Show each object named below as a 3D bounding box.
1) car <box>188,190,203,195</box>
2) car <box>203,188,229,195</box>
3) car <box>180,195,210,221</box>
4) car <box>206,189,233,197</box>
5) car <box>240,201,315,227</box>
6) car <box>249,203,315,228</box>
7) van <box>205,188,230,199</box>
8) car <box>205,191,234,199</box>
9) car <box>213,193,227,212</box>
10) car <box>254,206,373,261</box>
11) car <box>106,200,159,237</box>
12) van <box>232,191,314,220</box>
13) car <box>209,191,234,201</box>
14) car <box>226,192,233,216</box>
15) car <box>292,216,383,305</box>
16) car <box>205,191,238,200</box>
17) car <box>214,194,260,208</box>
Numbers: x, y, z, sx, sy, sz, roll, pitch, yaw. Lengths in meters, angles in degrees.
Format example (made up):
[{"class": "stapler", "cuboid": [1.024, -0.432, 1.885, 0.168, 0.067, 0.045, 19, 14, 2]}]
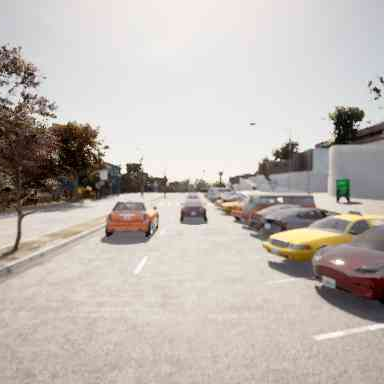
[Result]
[{"class": "car", "cuboid": [0.092, 0.882, 41.097, 1.812, 1.442, 4.674, 0, 1, 0]}, {"class": "car", "cuboid": [5.089, 0.459, 49.382, 5.566, 2.045, 2.435, 1, 1, -20]}, {"class": "car", "cuboid": [0.102, 1.212, 24.130, 1.812, 1.442, 4.674, 0, 1, 0]}, {"class": "car", "cuboid": [5.070, 0.760, 46.385, 4.892, 1.521, 2.231, 0, 1, -20]}, {"class": "car", "cuboid": [5.061, 1.349, 16.565, 4.674, 1.452, 2.002, 0, 1, -20]}, {"class": "car", "cuboid": [5.094, 1.384, 13.593, 4.792, 1.488, 2.163, 1, 1, -20]}, {"class": "van", "cuboid": [4.950, 0.274, 64.235, 4.442, 1.987, 1.878, 1, 1, -20]}, {"class": "car", "cuboid": [5.083, 0.571, 61.312, 4.792, 1.488, 2.163, 1, 1, -20]}, {"class": "car", "cuboid": [4.890, 1.089, 28.432, 5.366, 1.575, 1.946, 0, 2, -20]}, {"class": "car", "cuboid": [4.896, 1.386, 10.524, 5.366, 1.575, 1.946, 1, 1, -20]}, {"class": "car", "cuboid": [-2.904, 1.161, 17.070, 2.097, 1.767, 4.553, 0, 1, 0]}, {"class": "van", "cuboid": [4.961, 1.037, 19.493, 4.442, 1.987, 1.878, 0, 1, -20]}, {"class": "car", "cuboid": [4.890, 0.968, 34.397, 5.366, 1.575, 1.946, 0, 1, -20]}, {"class": "car", "cuboid": [5.038, 1.083, 22.521, 4.553, 1.767, 2.185, 0, 1, -20]}, {"class": "car", "cuboid": [5.041, 1.454, 7.597, 4.792, 1.488, 2.163, 1, 1, -20]}, {"class": "car", "cuboid": [5.231, 0.579, 58.382, 5.366, 1.575, 1.946, 1, 1, -20]}, {"class": "car", "cuboid": [5.058, 0.956, 37.446, 4.674, 1.452, 2.002, 0, 1, -20]}]
